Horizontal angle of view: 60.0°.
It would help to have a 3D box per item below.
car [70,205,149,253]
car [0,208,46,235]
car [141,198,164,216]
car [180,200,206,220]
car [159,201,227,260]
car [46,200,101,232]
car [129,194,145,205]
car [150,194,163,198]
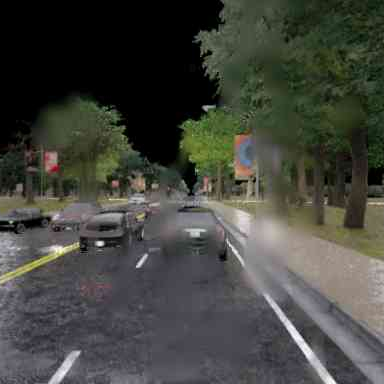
[{"bbox_3d":[-3.149,1.507,13.776,1.837,1.490,4.892,0,0,0],"label":"car"},{"bbox_3d":[-9.848,1.614,18.948,1.895,1.301,4.718,0,0,0],"label":"car"},{"bbox_3d":[-3.147,1.572,30.295,1.812,1.442,4.674,0,0,0],"label":"car"},{"bbox_3d":[0.104,1.535,29.287,2.128,1.511,4.902,0,0,0],"label":"car"},{"bbox_3d":[0.100,1.353,12.589,2.097,1.767,4.553,0,0,0],"label":"car"},{"bbox_3d":[-6.596,1.368,19.959,2.097,1.767,4.553,0,0,0],"label":"car"},{"bbox_3d":[-9.768,1.366,60.039,2.150,2.045,5.566,0,0,1],"label":"car"},{"bbox_3d":[-6.519,1.374,61.316,2.150,2.045,5.566,0,0,1],"label":"car"}]
